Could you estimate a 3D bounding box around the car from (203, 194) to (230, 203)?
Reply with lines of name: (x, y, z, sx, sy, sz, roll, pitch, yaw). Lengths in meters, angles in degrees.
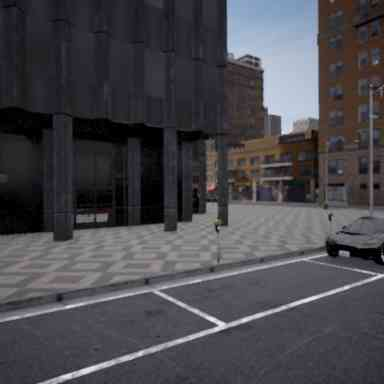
car: (4.348, 1.164, 59.996, 2.128, 1.511, 4.902, -1, 0, -34)

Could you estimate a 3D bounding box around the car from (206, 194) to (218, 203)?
car: (2.958, 1.178, 56.560, 1.882, 1.535, 5.008, -1, 0, -34)

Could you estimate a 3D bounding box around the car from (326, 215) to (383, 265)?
car: (6.390, 1.484, 11.349, 4.313, 1.339, 1.947, 0, 0, -36)
